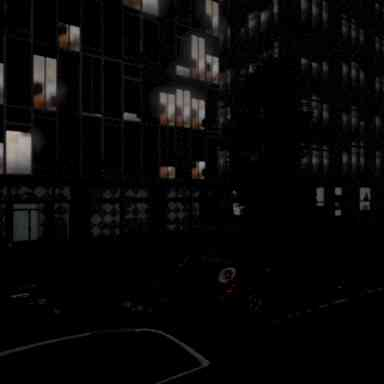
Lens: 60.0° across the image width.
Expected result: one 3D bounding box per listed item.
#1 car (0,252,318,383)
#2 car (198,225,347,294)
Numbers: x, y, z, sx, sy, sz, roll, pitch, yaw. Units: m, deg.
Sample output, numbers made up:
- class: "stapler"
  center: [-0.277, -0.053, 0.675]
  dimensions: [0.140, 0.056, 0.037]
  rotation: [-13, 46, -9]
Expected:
- class: "car"
  center: [-1.517, 1.518, 2.133]
  dimensions: [4.892, 1.490, 1.837]
  rotation: [1, -1, -34]
- class: "car"
  center: [1.603, 1.524, 7.511]
  dimensions: [4.097, 1.590, 1.967]
  rotation: [1, -1, -34]
